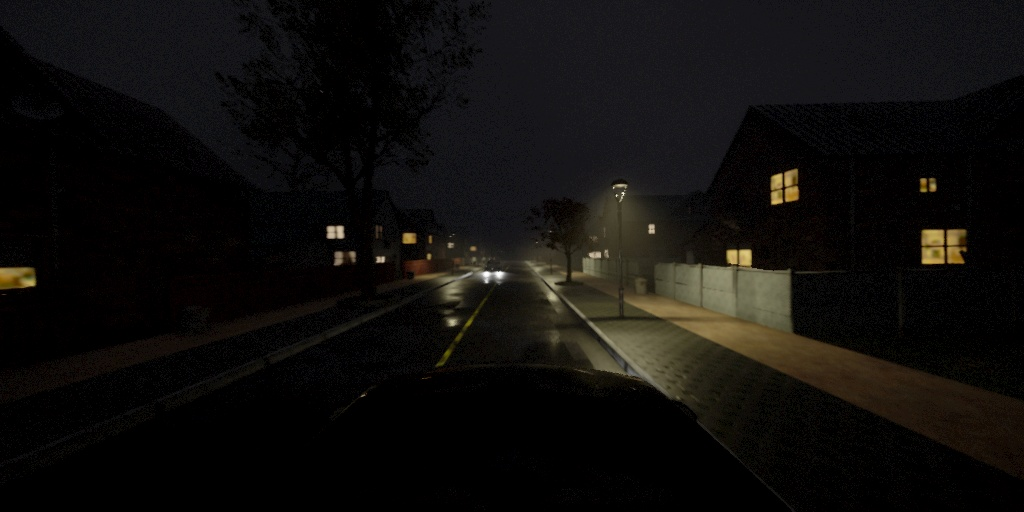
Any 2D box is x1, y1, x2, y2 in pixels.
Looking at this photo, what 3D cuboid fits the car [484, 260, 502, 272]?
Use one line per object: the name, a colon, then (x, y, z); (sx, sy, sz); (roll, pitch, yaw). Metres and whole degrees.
car: (-2.174, 1.136, 42.484); (1.895, 1.301, 4.718); (-1, 0, 1)
